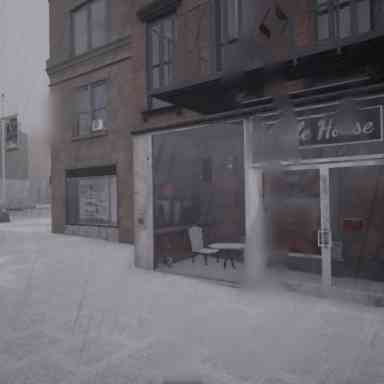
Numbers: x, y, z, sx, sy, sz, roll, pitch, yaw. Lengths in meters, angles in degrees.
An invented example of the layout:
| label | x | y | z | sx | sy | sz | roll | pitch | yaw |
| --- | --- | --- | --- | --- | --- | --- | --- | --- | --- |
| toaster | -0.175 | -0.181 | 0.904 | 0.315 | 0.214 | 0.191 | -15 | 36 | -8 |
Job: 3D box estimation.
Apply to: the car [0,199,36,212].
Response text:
| label | x | y | z | sx | sy | sz | roll | pitch | yaw |
| --- | --- | --- | --- | --- | --- | --- | --- | --- | --- |
| car | -18.784 | 1.412 | 33.768 | 2.033 | 1.411 | 5.357 | -2 | 0 | 35 |
